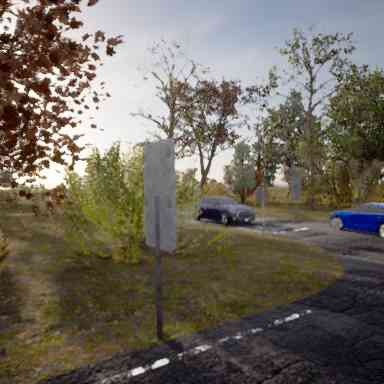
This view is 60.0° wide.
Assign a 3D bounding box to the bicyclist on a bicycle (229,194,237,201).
[{"bbox_3d":[3.584,0.972,29.876,1.656,1.620,0.582,-1,1,-35],"label":"bicyclist on a bicycle"}]

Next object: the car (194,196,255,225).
[{"bbox_3d":[1.993,1.061,21.768,2.097,1.767,4.553,-2,2,-35],"label":"car"}]

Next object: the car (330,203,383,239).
[{"bbox_3d":[8.894,1.253,16.115,1.882,1.535,5.008,0,1,-17],"label":"car"}]
